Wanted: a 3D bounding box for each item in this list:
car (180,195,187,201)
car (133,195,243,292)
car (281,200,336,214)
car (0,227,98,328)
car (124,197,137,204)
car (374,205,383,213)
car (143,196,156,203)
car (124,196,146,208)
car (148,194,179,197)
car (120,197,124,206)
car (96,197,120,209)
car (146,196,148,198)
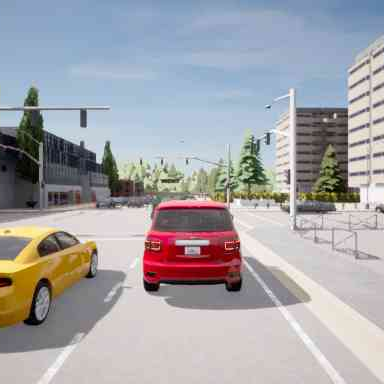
[{"bbox_3d":[-2.333,1.524,87.170,1.812,1.442,4.674,0,0,-2],"label":"car"},{"bbox_3d":[0.017,1.221,9.089,2.150,2.045,5.566,0,0,0],"label":"car"},{"bbox_3d":[12.085,1.547,34.557,5.357,1.411,2.033,0,0,-2],"label":"car"},{"bbox_3d":[-3.478,1.478,7.101,1.882,1.535,5.008,0,0,0],"label":"car"},{"bbox_3d":[-12.284,1.601,66.374,1.895,1.301,4.718,0,0,-1],"label":"car"},{"bbox_3d":[22.168,1.547,34.861,5.357,1.411,2.033,0,0,-2],"label":"car"},{"bbox_3d":[-8.859,1.540,69.831,2.033,1.411,5.357,0,0,-2],"label":"car"},{"bbox_3d":[-8.388,1.505,49.256,1.837,1.490,4.892,0,0,-2],"label":"car"},{"bbox_3d":[-0.475,1.221,26.830,5.566,2.045,2.150,0,0,-3],"label":"car"},{"bbox_3d":[-12.061,1.547,56.088,2.033,1.411,5.357,0,0,-1],"label":"car"},{"bbox_3d":[-11.792,1.492,45.836,2.128,1.511,4.902,0,0,-2],"label":"car"},{"bbox_3d":[-8.646,1.492,59.467,2.128,1.511,4.902,0,0,-1],"label":"car"}]
